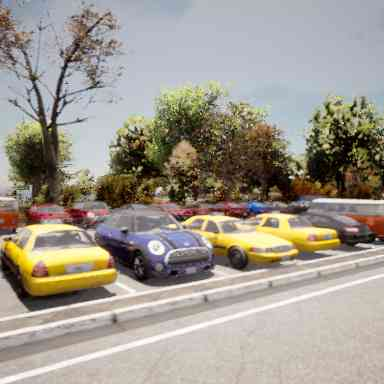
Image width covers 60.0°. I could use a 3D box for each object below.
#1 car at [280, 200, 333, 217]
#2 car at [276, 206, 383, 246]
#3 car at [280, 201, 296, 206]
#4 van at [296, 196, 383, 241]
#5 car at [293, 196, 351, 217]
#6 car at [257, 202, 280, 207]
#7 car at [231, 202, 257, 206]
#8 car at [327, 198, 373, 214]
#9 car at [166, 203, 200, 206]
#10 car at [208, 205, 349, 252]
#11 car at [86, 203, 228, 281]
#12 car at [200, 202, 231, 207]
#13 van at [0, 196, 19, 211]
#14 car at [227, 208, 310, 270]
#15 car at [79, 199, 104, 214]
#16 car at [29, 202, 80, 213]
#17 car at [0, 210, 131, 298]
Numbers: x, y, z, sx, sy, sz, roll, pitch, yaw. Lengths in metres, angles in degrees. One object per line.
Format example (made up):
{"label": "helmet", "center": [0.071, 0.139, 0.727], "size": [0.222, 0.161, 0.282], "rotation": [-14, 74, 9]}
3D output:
{"label": "car", "center": [11.982, 1.710, 35.113], "size": [2.231, 1.521, 4.892], "rotation": [1, 0, -36]}
{"label": "car", "center": [5.593, 1.612, 15.062], "size": [2.002, 1.452, 4.674], "rotation": [1, 0, -36]}
{"label": "car", "center": [7.400, 1.665, 31.814], "size": [2.231, 1.521, 4.892], "rotation": [1, 0, -36]}
{"label": "van", "center": [7.823, 1.369, 16.806], "size": [1.878, 1.987, 4.442], "rotation": [1, 0, -36]}
{"label": "car", "center": [14.198, 1.477, 36.659], "size": [2.435, 2.045, 5.566], "rotation": [1, 0, -36]}
{"label": "car", "center": [5.105, 1.640, 30.168], "size": [2.097, 1.535, 5.008], "rotation": [1, 0, -36]}
{"label": "car", "center": [2.809, 1.617, 28.524], "size": [2.097, 1.535, 5.008], "rotation": [1, 0, -36]}
{"label": "car", "center": [18.917, 1.635, 39.995], "size": [2.185, 1.767, 4.553], "rotation": [1, -1, -36]}
{"label": "car", "center": [-1.889, 1.569, 25.171], "size": [2.097, 1.535, 5.008], "rotation": [1, 0, -36]}
{"label": "car", "center": [3.187, 1.545, 13.570], "size": [1.946, 1.575, 5.366], "rotation": [1, 0, -36]}
{"label": "car", "center": [-1.317, 1.375, 10.154], "size": [2.185, 1.767, 4.553], "rotation": [1, 0, -36]}
{"label": "car", "center": [0.493, 1.623, 26.907], "size": [2.163, 1.488, 4.792], "rotation": [1, 0, -36]}
{"label": "van", "center": [-11.031, 1.249, 18.760], "size": [1.878, 1.987, 4.442], "rotation": [1, 0, -36]}
{"label": "car", "center": [1.106, 1.521, 11.623], "size": [1.946, 1.575, 5.366], "rotation": [1, 0, -36]}
{"label": "car", "center": [-6.494, 1.396, 21.905], "size": [2.185, 1.767, 4.553], "rotation": [1, 0, -36]}
{"label": "car", "center": [-8.775, 1.498, 20.240], "size": [2.097, 1.535, 5.008], "rotation": [1, 0, -36]}
{"label": "car", "center": [-3.704, 1.474, 8.634], "size": [1.946, 1.575, 5.366], "rotation": [1, 0, -36]}
